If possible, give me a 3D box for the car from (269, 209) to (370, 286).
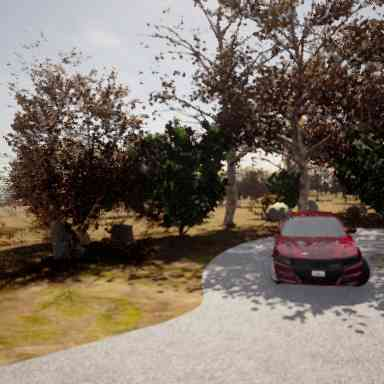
[{"bbox_3d":[3.244,1.283,9.094,1.882,1.535,5.008,-2,1,17],"label":"car"}]
